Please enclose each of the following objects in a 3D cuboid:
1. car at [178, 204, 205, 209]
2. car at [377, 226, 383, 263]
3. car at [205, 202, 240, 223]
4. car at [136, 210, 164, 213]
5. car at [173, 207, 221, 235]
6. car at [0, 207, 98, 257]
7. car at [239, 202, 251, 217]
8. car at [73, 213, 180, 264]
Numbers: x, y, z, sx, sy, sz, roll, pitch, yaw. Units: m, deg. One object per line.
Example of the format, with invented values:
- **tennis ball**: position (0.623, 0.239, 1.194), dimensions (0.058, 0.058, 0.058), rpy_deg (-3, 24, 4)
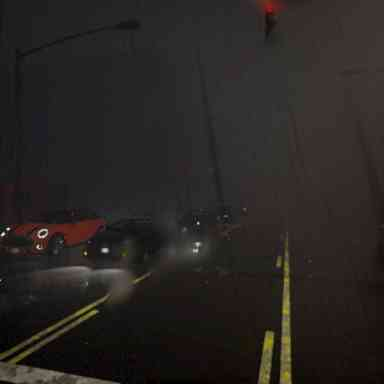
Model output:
- **car**: position (-0.386, 1.934, 31.226), dimensions (2.128, 1.511, 4.902), rpy_deg (0, -1, 16)
- **car**: position (7.878, 1.738, 11.982), dimensions (1.994, 1.385, 4.181), rpy_deg (0, -1, 33)
- **car**: position (2.840, 1.941, 29.783), dimensions (1.837, 1.490, 4.892), rpy_deg (0, -1, 16)
- **car**: position (-2.960, 1.867, 22.263), dimensions (1.895, 1.301, 4.718), rpy_deg (0, -1, 16)
- **car**: position (0.249, 1.861, 20.762), dimensions (1.895, 1.301, 4.718), rpy_deg (0, -1, 16)
- **car**: position (-5.445, 1.471, 13.623), dimensions (2.097, 1.767, 4.553), rpy_deg (0, -1, 16)
- **car**: position (5.797, 1.992, 39.944), dimensions (2.097, 1.767, 4.553), rpy_deg (0, -1, 16)
- **car**: position (-2.166, 1.685, 12.359), dimensions (1.994, 1.385, 4.181), rpy_deg (0, -1, 16)
